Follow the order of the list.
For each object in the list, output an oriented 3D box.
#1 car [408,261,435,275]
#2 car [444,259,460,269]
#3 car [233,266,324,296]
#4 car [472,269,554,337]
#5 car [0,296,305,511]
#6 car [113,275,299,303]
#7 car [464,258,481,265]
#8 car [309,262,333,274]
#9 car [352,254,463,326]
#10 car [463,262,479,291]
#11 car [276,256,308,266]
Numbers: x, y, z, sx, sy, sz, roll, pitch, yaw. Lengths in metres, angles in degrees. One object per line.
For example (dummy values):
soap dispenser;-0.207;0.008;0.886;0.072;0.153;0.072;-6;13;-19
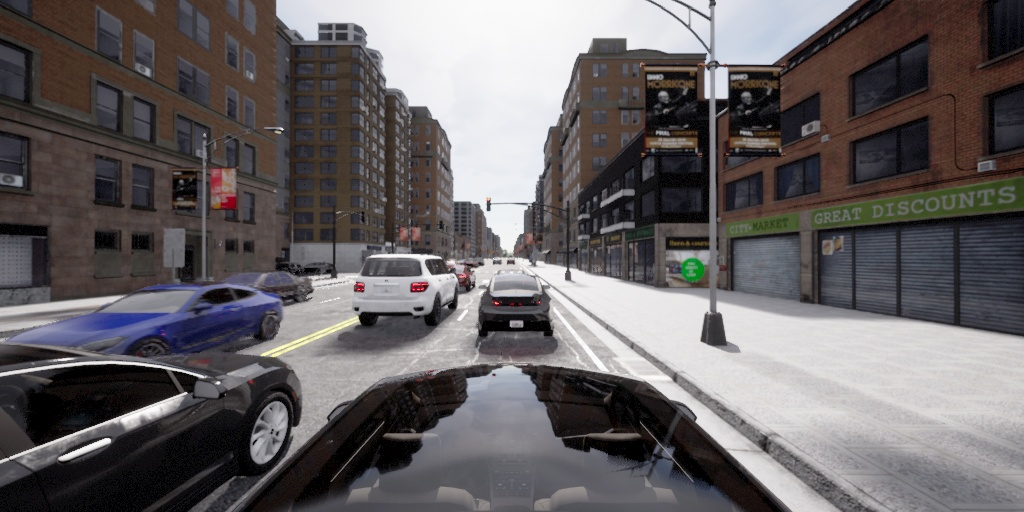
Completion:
car;-9.955;1.316;39.798;1.994;1.385;4.181;0;0;0
car;-9.992;1.239;59.941;1.882;1.535;5.008;0;0;0
car;-9.886;1.296;13.988;2.033;1.411;5.357;0;0;0
car;0.079;1.254;10.324;1.837;1.490;4.892;0;0;0
car;-3.154;1.255;1.877;1.837;1.490;4.892;0;0;0
car;-6.618;1.274;7.192;1.812;1.442;4.674;0;0;0
car;-6.742;1.113;58.475;2.097;1.767;4.553;0;0;0
car;-22.257;1.337;40.649;4.313;1.339;1.948;0;0;0
car;-3.181;0.970;11.830;2.150;2.045;5.566;0;0;1
car;-3.264;1.274;21.530;1.812;1.442;4.674;0;0;0
car;-23.581;0.965;35.170;5.566;2.045;2.150;0;0;0
